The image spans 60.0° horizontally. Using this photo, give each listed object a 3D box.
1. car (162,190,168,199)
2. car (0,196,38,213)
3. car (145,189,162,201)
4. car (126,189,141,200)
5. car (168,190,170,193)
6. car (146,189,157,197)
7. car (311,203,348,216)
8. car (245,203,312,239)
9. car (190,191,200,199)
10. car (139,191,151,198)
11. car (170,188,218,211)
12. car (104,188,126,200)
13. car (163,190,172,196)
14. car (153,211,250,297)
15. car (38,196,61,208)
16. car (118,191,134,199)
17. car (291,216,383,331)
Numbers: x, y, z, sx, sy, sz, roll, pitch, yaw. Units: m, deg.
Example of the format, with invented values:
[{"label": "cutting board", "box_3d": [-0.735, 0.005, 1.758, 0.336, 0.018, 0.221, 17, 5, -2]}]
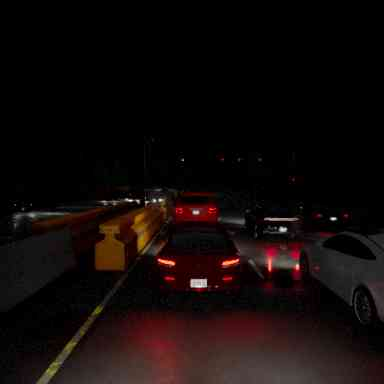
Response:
[{"label": "car", "box_3d": [-6.517, 0.537, 65.642, 2.128, 1.511, 4.902, 0, 1, 1]}, {"label": "car", "box_3d": [-16.501, 1.176, 30.324, 4.718, 1.301, 1.895, 1, 1, 35]}, {"label": "car", "box_3d": [-6.639, 0.710, 56.376, 1.812, 1.442, 4.674, 0, 1, 1]}, {"label": "car", "box_3d": [-10.096, 0.690, 60.305, 1.994, 1.385, 4.181, 0, 1, 1]}, {"label": "car", "box_3d": [-6.397, 0.251, 75.658, 2.097, 1.767, 4.553, 0, 1, 0]}, {"label": "car", "box_3d": [-9.855, 0.177, 80.598, 2.097, 1.767, 4.553, 0, 1, 0]}, {"label": "car", "box_3d": [7.221, 1.309, 18.938, 1.994, 1.385, 4.181, 0, 1, 0]}, {"label": "car", "box_3d": [3.696, 1.283, 15.854, 2.128, 1.511, 4.902, 0, 1, 0]}, {"label": "car", "box_3d": [0.624, 0.548, 63.924, 1.882, 1.535, 5.008, 0, 1, 0]}, {"label": "car", "box_3d": [-9.942, 0.527, 70.380, 1.994, 1.385, 4.181, 0, 1, 0]}, {"label": "car", "box_3d": [0.206, 0.984, 17.839, 2.150, 2.045, 5.566, 0, 1, 1]}, {"label": "car", "box_3d": [-13.628, 0.382, 58.020, 2.150, 2.045, 5.566, 0, 1, 1]}, {"label": "car", "box_3d": [-6.307, 0.277, 86.212, 2.033, 1.411, 5.357, 0, 1, 0]}, {"label": "car", "box_3d": [0.142, 1.431, 8.242, 1.812, 1.442, 4.674, 0, 1, 1]}, {"label": "car", "box_3d": [-17.129, 1.078, 36.856, 4.718, 1.301, 1.895, 0, 1, -8]}, {"label": "car", "box_3d": [-13.461, 0.556, 68.158, 2.033, 1.411, 5.357, 0, 1, 0]}, {"label": "car", "box_3d": [3.629, 1.455, 6.606, 1.812, 1.442, 4.674, 0, 1, 0]}]
